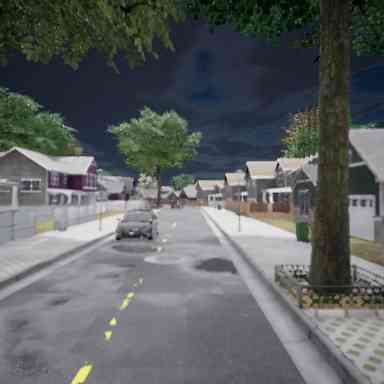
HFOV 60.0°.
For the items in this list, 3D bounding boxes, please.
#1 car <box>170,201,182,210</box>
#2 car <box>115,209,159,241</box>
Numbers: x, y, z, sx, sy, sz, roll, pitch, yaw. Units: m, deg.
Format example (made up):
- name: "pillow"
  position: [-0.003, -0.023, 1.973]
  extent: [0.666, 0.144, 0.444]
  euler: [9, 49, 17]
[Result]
- name: "car"
  position: [-2.832, 2.392, 59.337]
  extent: [1.837, 1.490, 4.892]
  euler: [0, -1, 0]
- name: "car"
  position: [-2.852, 1.725, 18.080]
  extent: [1.837, 1.490, 4.892]
  euler: [0, -1, 0]
